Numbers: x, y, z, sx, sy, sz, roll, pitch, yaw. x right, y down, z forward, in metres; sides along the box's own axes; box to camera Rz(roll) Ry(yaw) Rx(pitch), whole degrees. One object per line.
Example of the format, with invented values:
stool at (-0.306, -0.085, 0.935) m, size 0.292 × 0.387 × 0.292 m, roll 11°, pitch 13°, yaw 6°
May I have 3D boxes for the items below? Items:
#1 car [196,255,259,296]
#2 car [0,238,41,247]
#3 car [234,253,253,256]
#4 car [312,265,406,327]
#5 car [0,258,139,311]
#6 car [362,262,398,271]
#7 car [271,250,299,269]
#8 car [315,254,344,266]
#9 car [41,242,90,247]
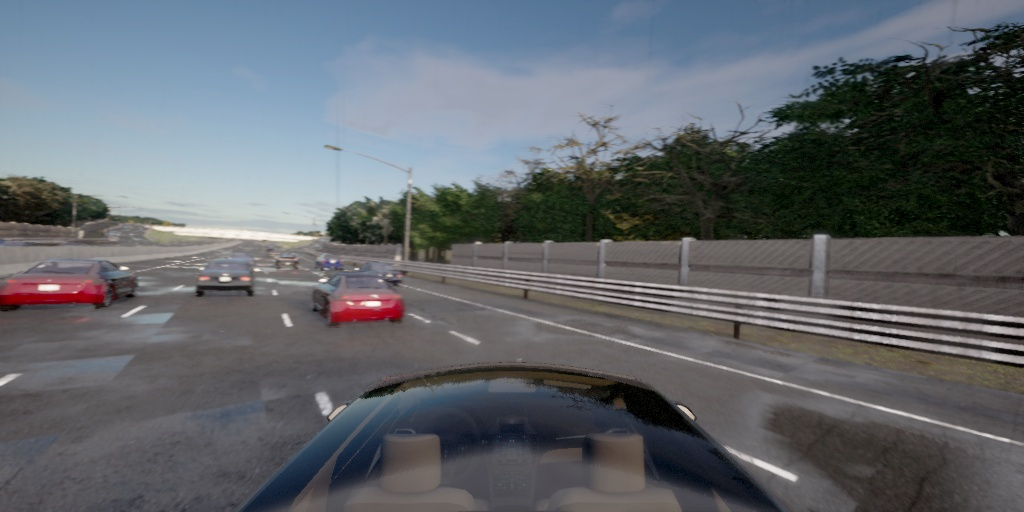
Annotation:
car at (-12.061, 0.848, 15.310) m, size 2.033 × 1.411 × 5.357 m, roll 3°, pitch -1°, yaw -36°
car at (-46.947, -0.697, 33.976) m, size 2.033 × 1.411 × 5.357 m, roll 3°, pitch -1°, yaw -35°
car at (-22.945, 0.467, 30.589) m, size 2.033 × 1.411 × 5.357 m, roll 3°, pitch -1°, yaw -35°
car at (-4.792, 1.178, 10.994) m, size 1.994 × 1.385 × 4.181 m, roll 3°, pitch -1°, yaw -36°
car at (-13.309, 0.757, 11.046) m, size 1.994 × 1.385 × 4.181 m, roll 3°, pitch -1°, yaw -36°
car at (-8.396, 1.104, 22.211) m, size 2.033 × 1.411 × 5.357 m, roll 3°, pitch -1°, yaw -36°
car at (-22.525, 0.486, 35.864) m, size 2.128 × 1.511 × 4.902 m, roll 3°, pitch -1°, yaw -35°
car at (-18.715, 0.545, 36.721) m, size 2.097 × 1.767 × 4.553 m, roll 3°, pitch -1°, yaw -35°
car at (-44.095, -0.590, 35.984) m, size 2.128 × 1.511 × 4.902 m, roll 3°, pitch -1°, yaw -35°
